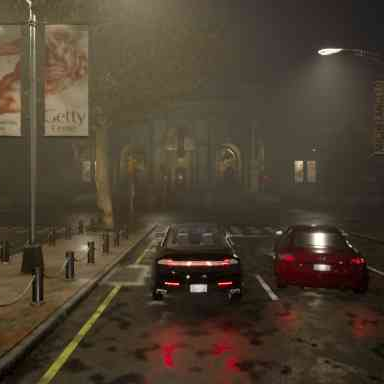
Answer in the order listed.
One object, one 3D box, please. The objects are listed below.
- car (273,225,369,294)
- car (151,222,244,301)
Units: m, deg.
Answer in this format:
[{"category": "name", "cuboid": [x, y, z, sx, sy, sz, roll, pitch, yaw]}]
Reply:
[{"category": "car", "cuboid": [3.252, 1.564, 8.967, 1.994, 1.385, 4.181, 0, 0, 14]}, {"category": "car", "cuboid": [0.080, 1.492, 8.316, 2.128, 1.511, 4.902, 0, 0, -1]}]
